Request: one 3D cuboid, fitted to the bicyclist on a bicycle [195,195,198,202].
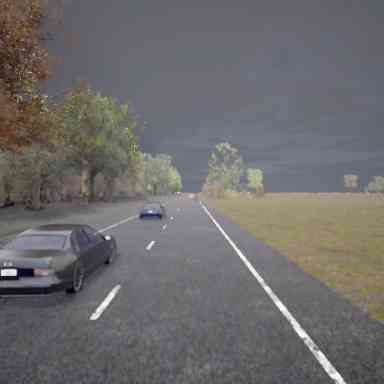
[{"bbox_3d":[0.976,1.504,74.388,0.582,1.620,1.656,0,0,0],"label":"bicyclist on a bicycle"}]

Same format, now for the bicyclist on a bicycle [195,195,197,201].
[{"bbox_3d":[0.977,1.510,83.389,0.582,1.620,1.656,0,0,0],"label":"bicyclist on a bicycle"}]

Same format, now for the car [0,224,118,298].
[{"bbox_3d":[-3.403,1.553,8.711,2.033,1.411,5.357,0,0,0],"label":"car"}]

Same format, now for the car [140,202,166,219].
[{"bbox_3d":[-3.398,1.583,29.386,1.994,1.385,4.181,0,0,0],"label":"car"}]
